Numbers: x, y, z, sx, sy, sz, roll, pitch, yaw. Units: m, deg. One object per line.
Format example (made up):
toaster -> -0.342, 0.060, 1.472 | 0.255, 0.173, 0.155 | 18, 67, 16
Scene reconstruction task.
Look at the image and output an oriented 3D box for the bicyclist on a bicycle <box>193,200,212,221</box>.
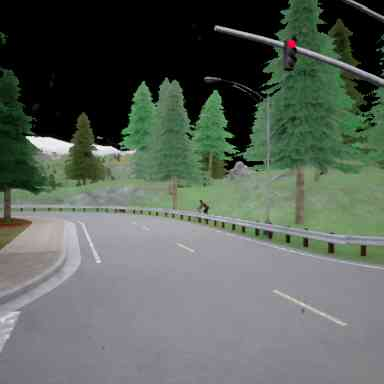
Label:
bicyclist on a bicycle -> 0.840, 1.430, 25.529 | 1.656, 1.620, 0.582 | -1, 2, -20
